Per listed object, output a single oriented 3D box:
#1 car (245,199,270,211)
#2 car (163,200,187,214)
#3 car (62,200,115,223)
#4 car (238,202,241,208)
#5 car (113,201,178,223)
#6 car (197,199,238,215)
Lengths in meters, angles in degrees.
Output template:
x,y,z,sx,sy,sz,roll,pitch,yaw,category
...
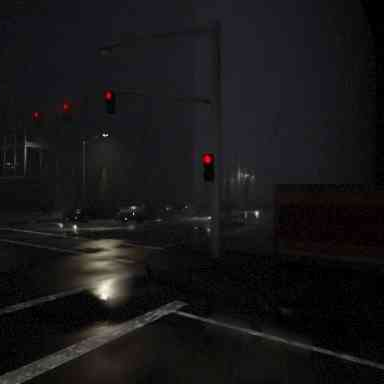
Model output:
x,y,z,sx,sy,sz,roll,pitch,yaw,category
8.463,1.581,42.720,1.812,1.442,4.674,0,0,36,car
-2.469,1.560,33.498,1.837,1.490,4.892,0,0,36,car
-7.789,1.407,26.068,2.097,1.767,4.553,0,0,36,car
4.415,1.603,43.102,2.033,1.411,5.357,0,0,35,car
-3.525,1.656,26.016,1.895,1.301,4.718,0,0,36,car
2.430,1.533,34.326,1.882,1.535,5.008,0,0,35,car
